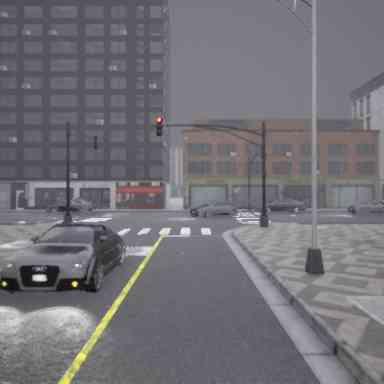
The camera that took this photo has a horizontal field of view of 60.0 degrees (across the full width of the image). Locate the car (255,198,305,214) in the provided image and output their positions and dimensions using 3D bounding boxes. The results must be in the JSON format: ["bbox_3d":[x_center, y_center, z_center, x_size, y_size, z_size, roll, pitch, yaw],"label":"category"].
[{"bbox_3d":[8.849,1.412,33.533,4.892,1.490,1.837,0,0,0],"label":"car"}]

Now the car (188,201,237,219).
[{"bbox_3d":[1.747,1.459,27.959,4.181,1.385,1.994,0,-1,-34],"label":"car"}]

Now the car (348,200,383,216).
[{"bbox_3d":[16.497,1.441,30.286,4.181,1.385,1.994,0,0,0],"label":"car"}]

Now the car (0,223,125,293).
[{"bbox_3d":[-3.056,1.536,8.684,1.994,1.385,4.181,0,0,0],"label":"car"}]

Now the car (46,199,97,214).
[{"bbox_3d":[-12.076,1.440,33.519,4.902,1.511,2.128,0,0,0],"label":"car"}]
